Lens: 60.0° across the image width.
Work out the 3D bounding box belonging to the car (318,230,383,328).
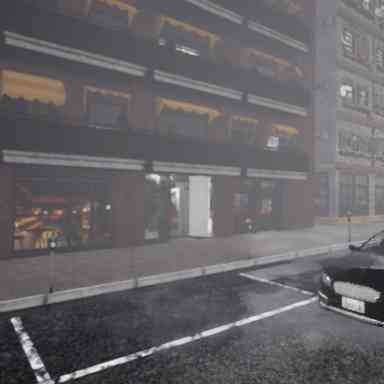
[{"bbox_3d":[4.489,1.478,6.588,4.902,1.511,2.128,0,0,-36],"label":"car"}]
